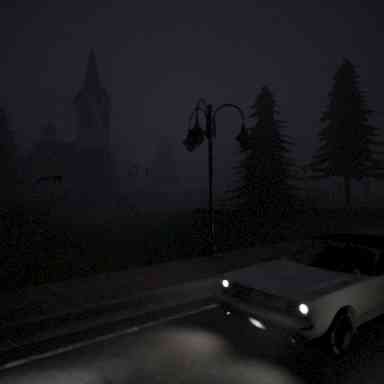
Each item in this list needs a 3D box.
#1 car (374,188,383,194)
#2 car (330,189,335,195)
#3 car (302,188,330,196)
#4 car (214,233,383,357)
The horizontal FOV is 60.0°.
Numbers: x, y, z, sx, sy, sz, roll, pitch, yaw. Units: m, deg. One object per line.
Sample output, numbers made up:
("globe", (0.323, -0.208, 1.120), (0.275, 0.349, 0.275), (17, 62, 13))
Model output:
("car", (43.839, -0.227, 76.234), (1.845, 1.501, 3.633), (-1, 1, -37))
("car", (29.752, 0.042, 75.397), (2.152, 1.636, 5.027), (-1, 1, -37))
("car", (27.257, 0.115, 73.496), (2.007, 1.523, 4.514), (-1, 1, -37))
("car", (2.687, 1.494, 5.989), (4.718, 1.301, 1.895), (-1, 1, -36))
